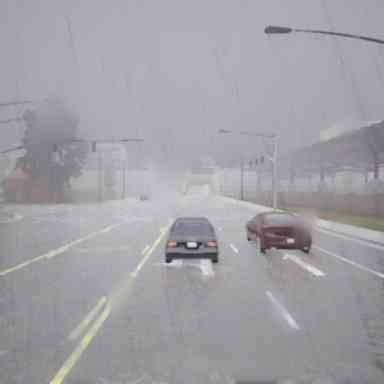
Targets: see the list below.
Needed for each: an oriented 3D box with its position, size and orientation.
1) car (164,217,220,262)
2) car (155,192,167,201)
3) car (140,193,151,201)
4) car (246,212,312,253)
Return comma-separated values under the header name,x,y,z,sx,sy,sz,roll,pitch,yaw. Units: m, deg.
name,x,y,z,sx,sy,sz,roll,pitch,yaw
car,0.006,1.636,12.525,2.033,1.411,5.357,0,0,0
car,-7.012,0.962,75.531,2.150,2.045,5.566,0,1,0
car,-10.512,1.095,75.194,2.097,1.767,4.553,0,1,0
car,3.522,1.569,14.250,1.882,1.535,5.008,0,0,0
